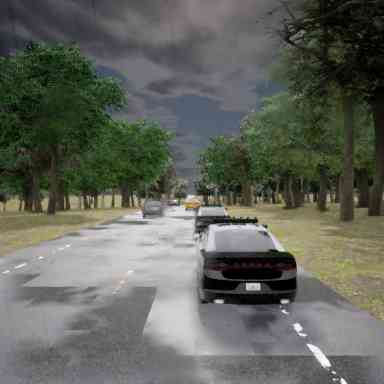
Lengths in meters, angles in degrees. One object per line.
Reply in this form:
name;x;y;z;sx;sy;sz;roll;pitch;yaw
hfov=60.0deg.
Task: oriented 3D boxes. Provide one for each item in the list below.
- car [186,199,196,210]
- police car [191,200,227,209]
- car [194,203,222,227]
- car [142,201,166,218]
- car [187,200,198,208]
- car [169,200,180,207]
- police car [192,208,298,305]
car;0.096;1.738;46.252;1.882;1.535;5.008;0;-1;1
police car;1.071;1.474;18.326;1.930;1.638;5.238;0;0;0
car;1.077;1.607;24.216;1.812;1.442;4.674;0;0;0
car;-3.564;1.627;31.552;1.837;1.490;4.892;0;0;0
car;0.069;2.146;60.743;1.895;1.301;4.718;0;-1;0
car;-3.426;2.215;64.917;1.994;1.385;4.181;0;-2;0
police car;1.059;1.436;8.323;1.930;1.638;5.238;0;0;0
